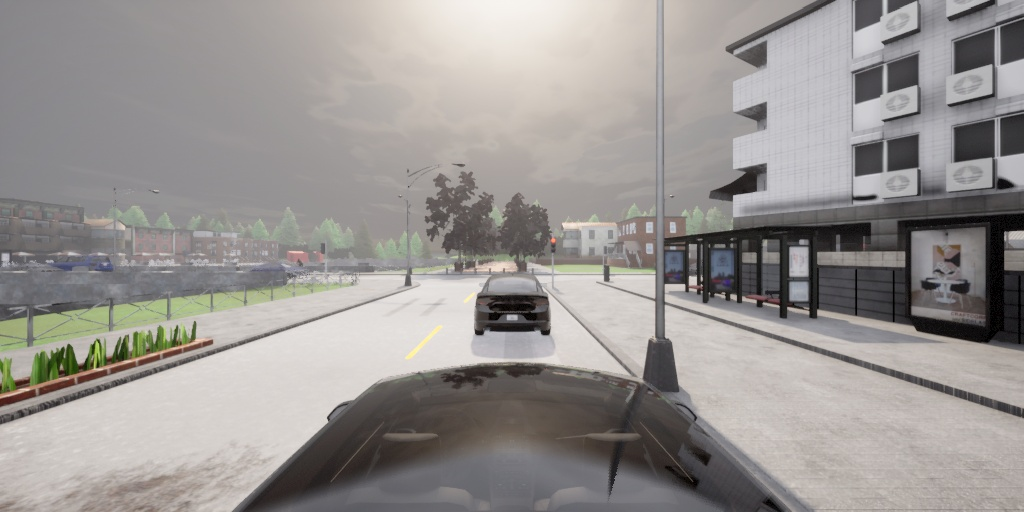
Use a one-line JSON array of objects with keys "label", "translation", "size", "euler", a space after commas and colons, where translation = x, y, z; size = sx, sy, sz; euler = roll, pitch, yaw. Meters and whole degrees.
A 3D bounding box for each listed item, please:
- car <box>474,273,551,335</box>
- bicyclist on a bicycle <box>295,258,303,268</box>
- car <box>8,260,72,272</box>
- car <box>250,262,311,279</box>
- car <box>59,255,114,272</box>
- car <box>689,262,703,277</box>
[{"label": "car", "translation": [0.025, 1.228, 10.502], "size": [1.882, 1.535, 5.008], "euler": [0, 0, 0]}, {"label": "bicyclist on a bicycle", "translation": [-23.462, 1.099, 39.554], "size": [0.582, 1.620, 1.656], "euler": [0, 0, 0]}, {"label": "car", "translation": [-41.752, 1.314, 31.151], "size": [4.181, 1.385, 1.994], "euler": [0, 0, 0]}, {"label": "car", "translation": [-20.091, 1.275, 31.182], "size": [4.674, 1.442, 1.812], "euler": [0, 0, 0]}, {"label": "car", "translation": [-42.686, 0.971, 35.231], "size": [5.566, 2.045, 2.150], "euler": [0, 0, 0]}, {"label": "car", "translation": [18.418, 1.312, 35.414], "size": [4.181, 1.385, 1.994], "euler": [0, 0, 0]}]
